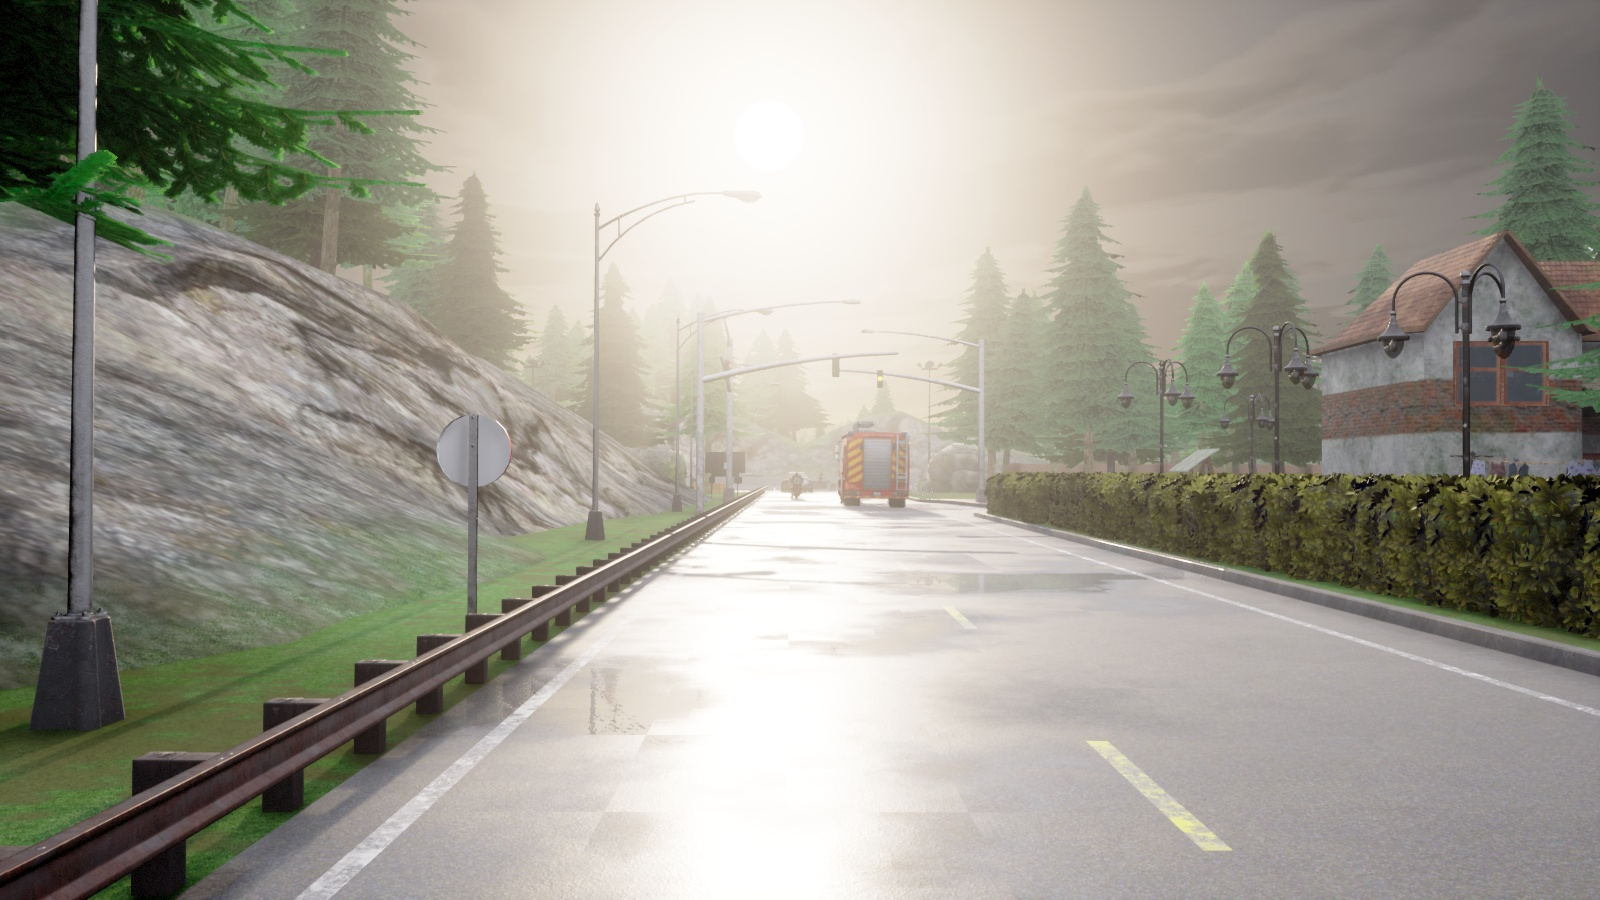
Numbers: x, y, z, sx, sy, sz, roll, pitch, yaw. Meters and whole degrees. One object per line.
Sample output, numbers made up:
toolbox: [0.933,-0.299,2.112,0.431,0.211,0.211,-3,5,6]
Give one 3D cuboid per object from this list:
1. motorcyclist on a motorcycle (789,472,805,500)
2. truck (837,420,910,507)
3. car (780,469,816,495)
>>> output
motorcyclist on a motorcycle: [-0.166,2.027,70.237,0.866,1.530,2.191,0,-1,0]
truck: [3.359,0.649,59.698,2.891,3.827,8.468,0,-1,0]
car: [-0.210,2.390,92.932,2.033,1.649,4.856,0,-5,-7]
